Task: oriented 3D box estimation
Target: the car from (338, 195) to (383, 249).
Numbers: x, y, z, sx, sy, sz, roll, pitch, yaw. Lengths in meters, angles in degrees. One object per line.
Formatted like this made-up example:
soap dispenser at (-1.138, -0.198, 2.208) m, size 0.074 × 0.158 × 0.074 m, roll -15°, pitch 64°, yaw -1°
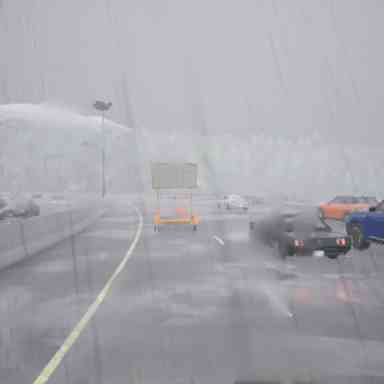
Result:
car at (6.952, 0.997, 10.009) m, size 2.150 × 2.045 × 5.566 m, roll 0°, pitch 1°, yaw -5°

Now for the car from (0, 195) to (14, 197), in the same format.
car at (-17.137, 1.282, 28.635) m, size 1.812 × 1.442 × 4.674 m, roll -1°, pitch 1°, yaw -12°

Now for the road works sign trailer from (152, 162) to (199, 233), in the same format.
road works sign trailer at (-0.949, 0.208, 17.852) m, size 2.380 × 3.560 × 2.880 m, roll -1°, pitch 1°, yaw -9°

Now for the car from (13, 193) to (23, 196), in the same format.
car at (-33.406, 0.906, 63.634) m, size 1.837 × 1.490 × 4.892 m, roll -1°, pitch 1°, yaw -28°

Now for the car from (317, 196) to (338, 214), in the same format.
car at (9.339, 0.955, 19.888) m, size 2.097 × 1.767 × 4.553 m, roll -1°, pitch 1°, yaw -7°

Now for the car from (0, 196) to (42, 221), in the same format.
car at (-12.909, 1.288, 25.179) m, size 1.812 × 1.442 × 4.674 m, roll -1°, pitch 1°, yaw -10°

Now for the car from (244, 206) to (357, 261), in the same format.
car at (3.361, 1.393, 11.455) m, size 1.895 × 1.301 × 4.718 m, roll -1°, pitch 1°, yaw -4°

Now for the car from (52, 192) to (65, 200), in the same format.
car at (-25.515, 0.822, 63.585) m, size 1.812 × 1.442 × 4.674 m, roll -1°, pitch 1°, yaw -26°

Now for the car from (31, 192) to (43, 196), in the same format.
car at (-31.407, 0.664, 67.248) m, size 1.882 × 1.535 × 5.008 m, roll -1°, pitch 1°, yaw -28°

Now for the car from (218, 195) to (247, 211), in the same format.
car at (3.878, 1.005, 32.179) m, size 1.812 × 1.442 × 4.674 m, roll 0°, pitch 1°, yaw -12°
